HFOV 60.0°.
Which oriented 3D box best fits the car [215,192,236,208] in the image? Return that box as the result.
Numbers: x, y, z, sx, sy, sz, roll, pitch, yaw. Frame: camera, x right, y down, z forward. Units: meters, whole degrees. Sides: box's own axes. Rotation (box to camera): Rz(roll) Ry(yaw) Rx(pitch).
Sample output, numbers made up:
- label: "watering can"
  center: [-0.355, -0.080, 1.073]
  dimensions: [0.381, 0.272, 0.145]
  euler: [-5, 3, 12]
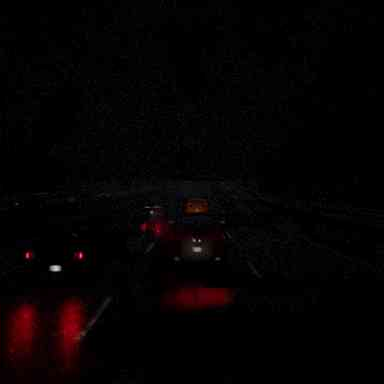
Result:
- label: "car"
  center: [4.265, 1.160, 41.433]
  dimensions: [2.033, 1.411, 5.357]
  euler: [0, 1, 2]

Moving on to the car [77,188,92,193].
- label: "car"
  center: [-21.919, 0.002, 68.138]
  dimensions: [1.882, 1.535, 5.008]
  euler: [0, 2, 0]

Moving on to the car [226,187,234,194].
- label: "car"
  center: [10.085, -0.425, 88.265]
  dimensions: [1.837, 1.490, 4.892]
  euler: [0, 2, 3]

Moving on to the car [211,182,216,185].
- label: "car"
  center: [6.962, -0.931, 95.349]
  dimensions: [2.150, 2.045, 5.566]
  euler: [0, 2, 3]

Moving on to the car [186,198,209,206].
- label: "car"
  center: [0.509, 1.318, 30.099]
  dimensions: [1.882, 1.535, 5.008]
  euler: [0, 1, 1]

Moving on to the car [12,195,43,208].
- label: "car"
  center: [-20.342, 1.132, 41.222]
  dimensions: [2.128, 1.511, 4.902]
  euler: [0, 1, 2]

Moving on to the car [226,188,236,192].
- label: "car"
  center: [9.414, -0.014, 78.266]
  dimensions: [2.128, 1.511, 4.902]
  euler: [0, 2, 5]

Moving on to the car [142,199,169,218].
- label: "car"
  center: [-3.041, 1.361, 28.135]
  dimensions: [2.128, 1.511, 4.902]
  euler: [0, 1, 1]

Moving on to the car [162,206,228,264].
- label: "car"
  center: [0.176, 1.465, 11.833]
  dimensions: [1.882, 1.535, 5.008]
  euler: [0, 0, 1]

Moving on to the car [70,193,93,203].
- label: "car"
  center: [-13.367, 1.214, 40.542]
  dimensions: [1.994, 1.385, 4.181]
  euler: [0, 1, 2]

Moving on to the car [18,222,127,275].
- label: "car"
  center: [-3.342, 1.590, 10.419]
  dimensions: [1.895, 1.301, 4.718]
  euler: [0, 0, 1]

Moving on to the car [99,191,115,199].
- label: "car"
  center: [-15.862, 0.556, 62.315]
  dimensions: [1.882, 1.535, 5.008]
  euler: [0, 2, 3]

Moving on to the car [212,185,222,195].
- label: "car"
  center: [6.110, -0.178, 79.546]
  dimensions: [2.097, 1.767, 4.553]
  euler: [0, 2, 3]
